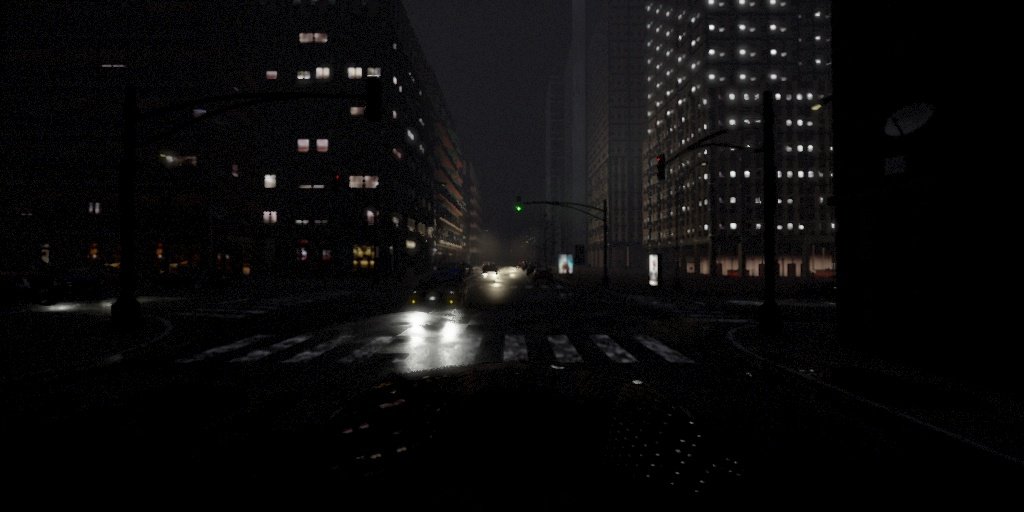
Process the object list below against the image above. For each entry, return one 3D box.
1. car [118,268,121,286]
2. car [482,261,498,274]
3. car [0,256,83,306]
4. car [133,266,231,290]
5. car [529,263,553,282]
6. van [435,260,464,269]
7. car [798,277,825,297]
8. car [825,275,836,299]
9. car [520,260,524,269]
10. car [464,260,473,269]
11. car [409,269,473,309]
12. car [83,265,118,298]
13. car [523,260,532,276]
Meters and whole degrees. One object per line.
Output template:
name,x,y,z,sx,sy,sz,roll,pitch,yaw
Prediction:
car,-24.355,1.183,20.760,4.207,1.307,1.802,0,0,0
car,-2.978,1.691,49.181,1.994,1.385,4.181,0,0,0
car,-18.767,0.865,12.417,5.009,1.841,2.192,0,0,0
car,-18.784,1.248,20.796,4.313,1.339,1.948,0,0,0
car,2.707,1.571,31.956,1.802,1.307,4.207,0,0,0
van,-5.675,1.330,31.962,1.690,1.789,3.998,0,0,0
car,19.403,1.790,21.177,4.403,1.370,2.007,0,0,0
car,19.420,1.798,18.468,4.718,1.301,1.895,1,-1,0
car,2.720,1.657,59.594,1.967,1.591,4.097,0,0,0
car,-5.672,1.349,37.489,2.192,1.841,5.009,0,0,0
car,-2.994,1.422,15.467,1.994,1.385,4.181,0,0,0
car,-20.160,1.048,15.008,5.008,1.535,1.882,1,-1,0
car,2.712,1.519,43.012,1.967,1.591,4.097,0,0,0
